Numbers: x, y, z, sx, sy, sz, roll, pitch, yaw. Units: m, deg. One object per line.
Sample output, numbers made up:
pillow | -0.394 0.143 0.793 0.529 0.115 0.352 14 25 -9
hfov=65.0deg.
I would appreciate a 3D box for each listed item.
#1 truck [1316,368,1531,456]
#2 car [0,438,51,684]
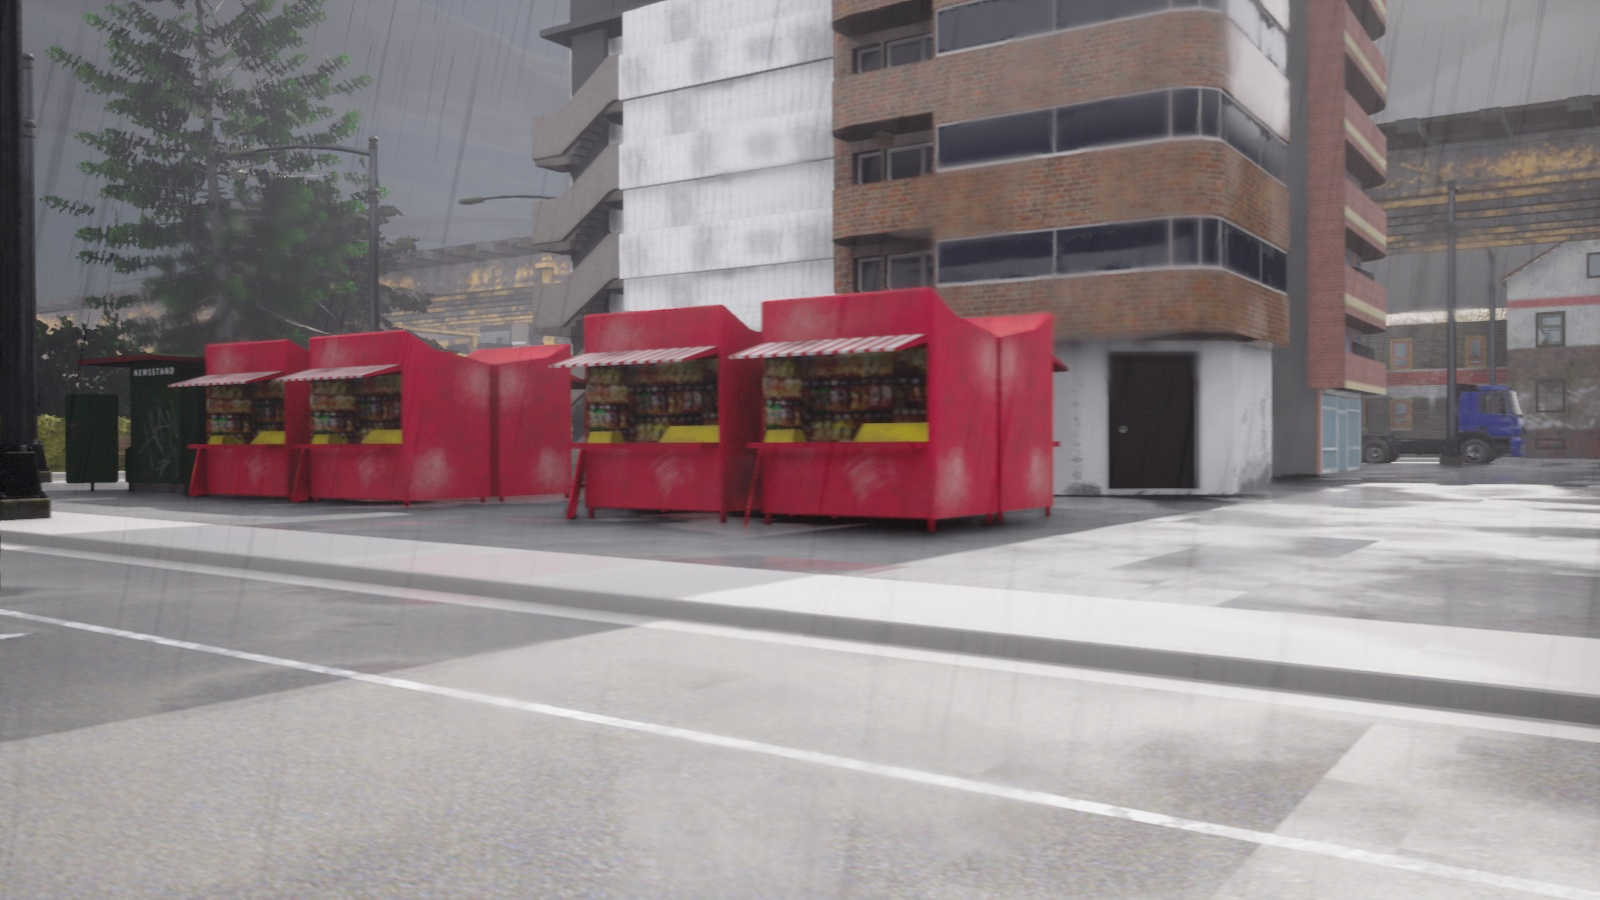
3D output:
truck | 26.854 -1.546 54.230 7.936 3.462 2.891 -1 0 34
car | -7.242 0.687 8.437 4.892 1.490 1.837 0 1 34
